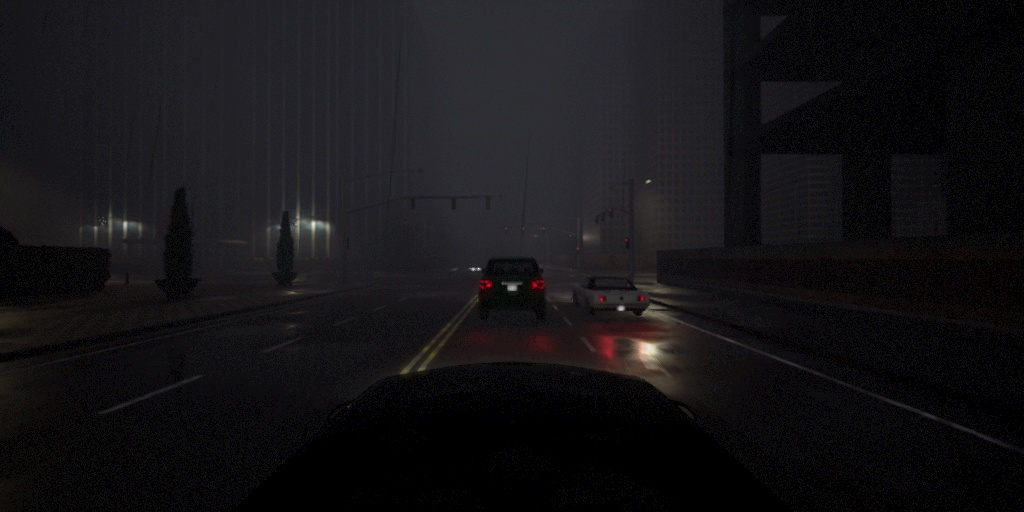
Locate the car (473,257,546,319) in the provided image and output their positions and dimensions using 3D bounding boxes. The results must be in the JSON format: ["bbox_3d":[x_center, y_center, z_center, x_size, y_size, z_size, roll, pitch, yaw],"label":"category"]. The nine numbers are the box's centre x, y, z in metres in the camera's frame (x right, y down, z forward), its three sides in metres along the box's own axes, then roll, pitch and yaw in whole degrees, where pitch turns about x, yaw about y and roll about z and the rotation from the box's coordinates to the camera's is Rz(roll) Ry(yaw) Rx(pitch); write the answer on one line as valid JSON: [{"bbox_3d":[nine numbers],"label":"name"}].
[{"bbox_3d":[0.029,1.039,13.244,2.150,2.045,5.566,0,0,0],"label":"car"}]

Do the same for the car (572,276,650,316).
[{"bbox_3d":[3.535,1.419,13.775,1.895,1.301,4.718,0,0,1],"label":"car"}]

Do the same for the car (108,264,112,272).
[{"bbox_3d":[-49.182,1.536,40.975,4.181,1.385,1.994,0,0,3],"label":"car"}]
